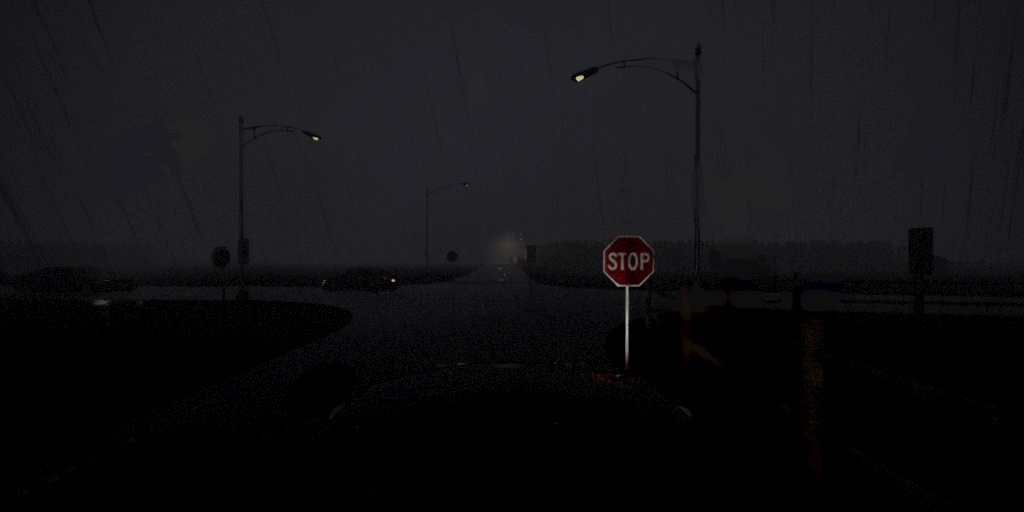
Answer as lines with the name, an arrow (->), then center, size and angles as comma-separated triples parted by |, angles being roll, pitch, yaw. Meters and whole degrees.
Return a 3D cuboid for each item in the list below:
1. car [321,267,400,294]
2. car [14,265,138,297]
car -> -8.331, 1.290, 19.801 | 4.181, 1.385, 1.994 | 0, 0, 16
car -> -22.108, 1.213, 18.297 | 5.008, 1.535, 1.882 | 0, 0, 2
